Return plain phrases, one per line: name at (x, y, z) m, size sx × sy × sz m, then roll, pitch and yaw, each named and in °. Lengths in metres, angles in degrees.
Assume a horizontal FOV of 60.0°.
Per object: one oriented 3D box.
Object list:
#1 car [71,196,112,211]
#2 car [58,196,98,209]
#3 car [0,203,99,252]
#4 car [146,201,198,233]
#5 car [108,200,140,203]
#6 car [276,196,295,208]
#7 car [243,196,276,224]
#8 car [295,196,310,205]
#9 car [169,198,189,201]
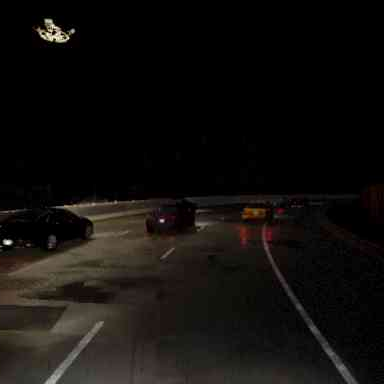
car at (-10.736, 1.214, 35.940) m, size 1.812 × 1.442 × 4.674 m, roll 0°, pitch 0°, yaw 20°
car at (-13.307, 1.183, 39.055) m, size 1.812 × 1.442 × 4.674 m, roll 0°, pitch 0°, yaw 22°
car at (-5.679, 1.384, 13.326) m, size 1.837 × 1.490 × 4.892 m, roll 0°, pitch 0°, yaw 8°
car at (-1.086, 1.413, 18.748) m, size 1.994 × 1.385 × 4.181 m, roll 0°, pitch 0°, yaw 12°
car at (-6.816, 1.259, 36.435) m, size 1.994 × 1.385 × 4.181 m, roll 0°, pitch 0°, yaw 22°
car at (11.011, 1.228, 41.617) m, size 1.812 × 1.442 × 4.674 m, roll 0°, pitch 0°, yaw 31°
car at (4.724, 1.284, 23.402) m, size 1.801 × 1.575 × 5.366 m, roll 0°, pitch 0°, yaw 16°
car at (16.264, 1.249, 50.248) m, size 1.895 × 1.301 × 4.718 m, roll 0°, pitch 1°, yaw 36°
car at (-1.117, 1.297, 31.395) m, size 2.033 × 1.411 × 5.357 m, roll 0°, pitch 0°, yaw 20°
